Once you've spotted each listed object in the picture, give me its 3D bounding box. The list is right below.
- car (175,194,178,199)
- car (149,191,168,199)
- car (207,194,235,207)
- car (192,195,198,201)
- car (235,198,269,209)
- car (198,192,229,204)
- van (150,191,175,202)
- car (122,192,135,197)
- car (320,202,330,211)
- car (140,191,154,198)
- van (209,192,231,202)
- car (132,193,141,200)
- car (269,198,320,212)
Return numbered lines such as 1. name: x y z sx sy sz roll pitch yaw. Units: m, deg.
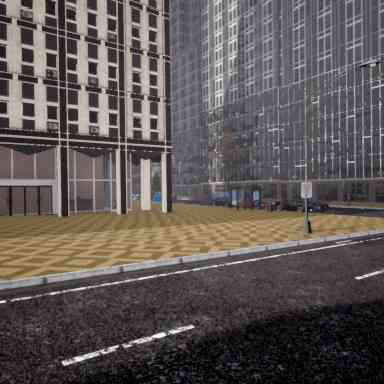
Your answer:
1. car: -4.703 0.936 72.818 1.802 1.307 4.206 0 1 -34
2. car: -7.914 0.615 77.505 2.192 1.841 5.009 0 1 -34
3. car: 4.388 1.319 44.606 1.947 1.339 4.313 0 1 -34
4. car: 1.718 1.043 63.437 1.802 1.307 4.206 0 1 -34
5. car: 7.550 1.388 39.884 1.802 1.307 4.206 0 1 -34
6. car: 3.610 1.211 50.423 2.033 1.411 5.357 -1 1 -34
7. van: -5.197 0.937 58.703 1.690 1.788 3.998 0 1 -34
8. car: -17.544 0.688 91.577 2.008 1.369 4.403 0 1 -34
9. car: 12.988 1.378 36.709 1.994 1.385 4.181 -1 1 -34
10. car: -11.124 0.686 82.196 1.967 1.590 4.097 0 1 -34
11. van: 4.928 0.855 58.744 1.690 1.788 3.998 0 1 -34
12. car: -11.619 1.039 68.085 2.008 1.369 4.403 0 1 -34
13. car: 10.747 1.424 35.182 1.947 1.339 4.313 0 1 -34
